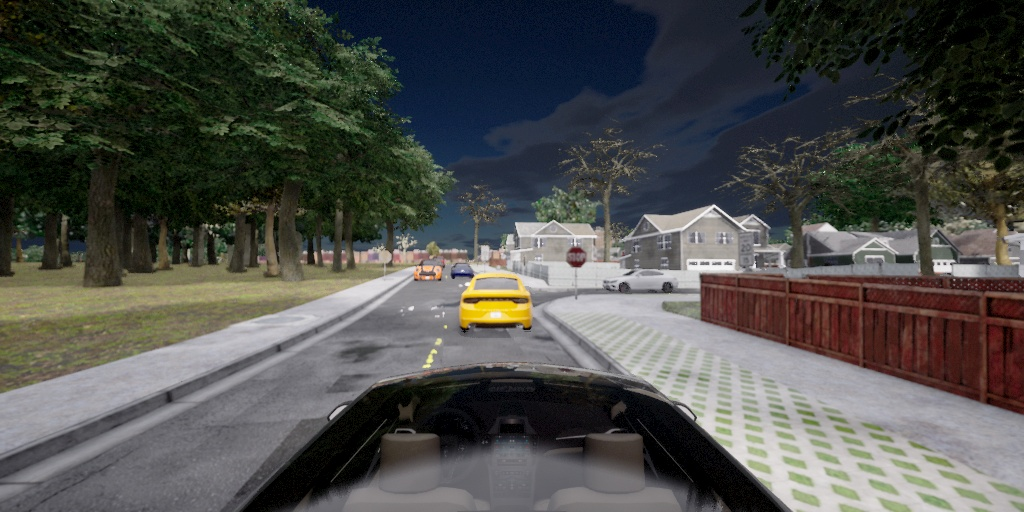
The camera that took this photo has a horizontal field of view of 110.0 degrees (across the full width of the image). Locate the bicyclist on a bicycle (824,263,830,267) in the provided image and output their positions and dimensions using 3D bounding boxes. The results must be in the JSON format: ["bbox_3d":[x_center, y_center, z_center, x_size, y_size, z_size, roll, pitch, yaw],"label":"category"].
[{"bbox_3d":[15.853,1.151,17.804,0.582,1.620,1.656,1,-3,-10],"label":"bicyclist on a bicycle"}]

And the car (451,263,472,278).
[{"bbox_3d":[-4.788,1.318,34.151,1.994,1.385,4.181,0,0,-10],"label":"car"}]

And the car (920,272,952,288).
[{"bbox_3d":[33.331,1.931,26.876,4.892,1.490,1.837,1,-3,-10],"label":"car"}]

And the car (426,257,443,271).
[{"bbox_3d":[-10.332,1.083,48.229,2.097,1.767,4.553,0,0,-10],"label":"car"}]

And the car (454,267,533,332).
[{"bbox_3d":[-0.459,1.255,11.072,1.882,1.535,5.008,0,0,-2],"label":"car"}]

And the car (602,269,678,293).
[{"bbox_3d":[7.971,1.536,22.311,4.674,1.442,1.812,1,-3,-10],"label":"car"}]

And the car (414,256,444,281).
[{"bbox_3d":[-6.887,1.091,29.689,2.097,1.767,4.553,0,0,-11],"label":"car"}]
